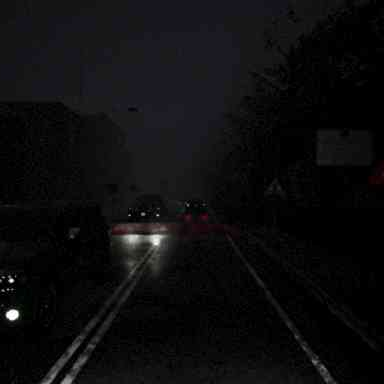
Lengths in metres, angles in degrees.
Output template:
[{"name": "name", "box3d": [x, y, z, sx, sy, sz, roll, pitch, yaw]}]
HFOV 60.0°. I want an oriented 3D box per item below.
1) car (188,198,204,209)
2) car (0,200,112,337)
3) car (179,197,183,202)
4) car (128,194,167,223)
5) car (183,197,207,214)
[{"name": "car", "box3d": [0.609, 1.539, 45.479, 2.033, 1.411, 5.357, 0, 0, 1]}, {"name": "car", "box3d": [-3.282, 1.219, 6.996, 2.150, 2.045, 5.566, 0, 0, 1]}, {"name": "car", "box3d": [-2.065, 1.774, 78.693, 1.882, 1.535, 5.008, 0, -1, 1]}, {"name": "car", "box3d": [-3.054, 1.157, 23.777, 2.150, 2.045, 5.566, 0, -3, 1]}, {"name": "car", "box3d": [0.435, 1.340, 34.627, 2.097, 1.767, 4.553, 0, 0, 1]}]
